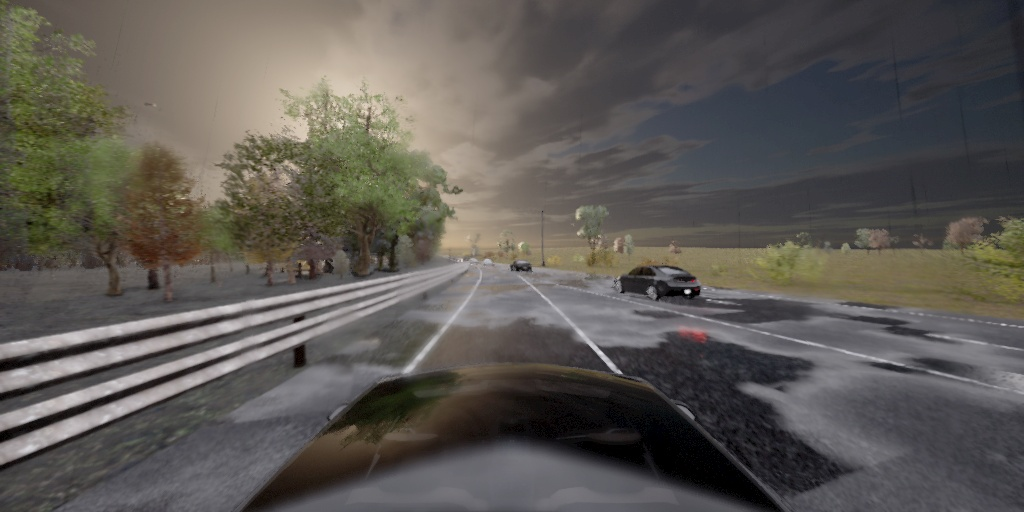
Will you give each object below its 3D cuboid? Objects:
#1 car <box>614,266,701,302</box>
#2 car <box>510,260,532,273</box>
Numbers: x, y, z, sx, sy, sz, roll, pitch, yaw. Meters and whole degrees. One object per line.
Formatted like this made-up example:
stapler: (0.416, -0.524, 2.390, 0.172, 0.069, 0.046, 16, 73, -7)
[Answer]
car: (6.472, 1.177, 16.557, 1.837, 1.490, 4.892, 0, 0, -12)
car: (1.003, 1.193, 43.050, 1.882, 1.535, 5.008, 0, 0, -12)
